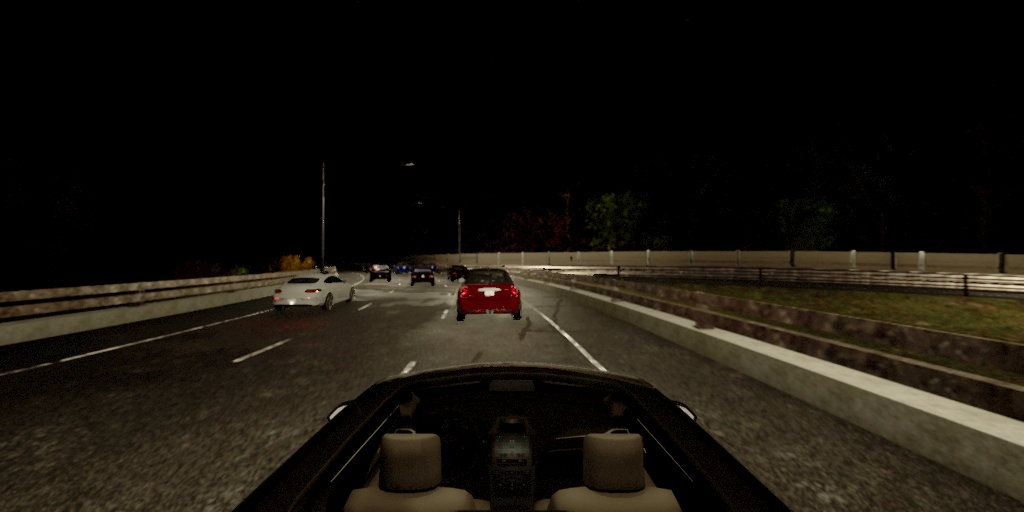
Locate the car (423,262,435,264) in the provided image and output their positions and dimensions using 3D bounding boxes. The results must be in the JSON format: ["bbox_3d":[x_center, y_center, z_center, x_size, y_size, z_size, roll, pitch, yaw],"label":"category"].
[{"bbox_3d":[-11.952,1.681,51.078,2.097,1.767,4.553,0,-1,-26],"label":"car"}]

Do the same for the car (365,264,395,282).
[{"bbox_3d":[-12.655,1.639,34.614,2.128,1.511,4.902,0,-1,-18],"label":"car"}]

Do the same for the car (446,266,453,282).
[{"bbox_3d":[-5.043,1.645,33.719,1.812,1.442,4.674,0,-1,-17],"label":"car"}]

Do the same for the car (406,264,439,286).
[{"bbox_3d":[-7.422,1.626,29.590,2.033,1.411,5.357,0,-1,-16],"label":"car"}]

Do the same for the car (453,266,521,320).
[{"bbox_3d":[-0.926,1.234,13.427,2.097,1.767,4.553,0,-1,-6],"label":"car"}]

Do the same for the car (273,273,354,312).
[{"bbox_3d":[-8.153,1.444,15.064,1.812,1.442,4.674,0,-1,-8],"label":"car"}]

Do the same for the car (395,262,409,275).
[{"bbox_3d":[-15.562,1.683,50.489,2.097,1.767,4.553,0,-1,-27],"label":"car"}]

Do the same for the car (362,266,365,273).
[{"bbox_3d":[-21.022,1.881,53.330,1.837,1.490,4.892,1,-1,-30],"label":"car"}]
